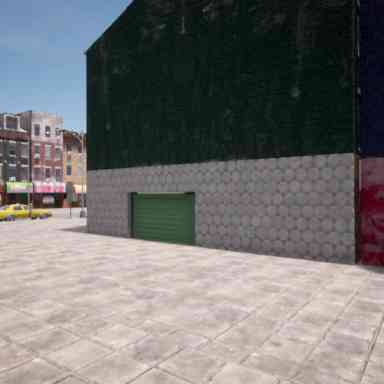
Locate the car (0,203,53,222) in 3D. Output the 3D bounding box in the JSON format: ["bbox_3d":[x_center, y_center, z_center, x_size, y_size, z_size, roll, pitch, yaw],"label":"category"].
[{"bbox_3d":[-13.532,1.581,26.402,1.752,1.417,4.829,-1,-1,36],"label":"car"}]
